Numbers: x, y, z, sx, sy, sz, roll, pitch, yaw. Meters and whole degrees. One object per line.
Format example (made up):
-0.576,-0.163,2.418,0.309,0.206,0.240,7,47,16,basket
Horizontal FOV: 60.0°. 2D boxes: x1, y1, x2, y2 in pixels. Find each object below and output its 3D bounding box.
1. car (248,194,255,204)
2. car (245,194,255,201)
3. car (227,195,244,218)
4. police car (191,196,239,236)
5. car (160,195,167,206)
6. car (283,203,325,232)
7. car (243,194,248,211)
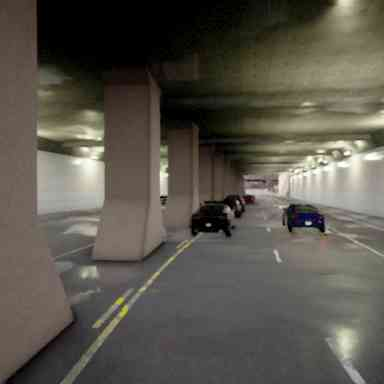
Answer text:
8.663,1.093,52.143,1.994,1.385,4.181,0,1,11,car
11.631,1.002,66.389,1.895,1.301,4.718,0,1,11,car
3.092,1.278,27.336,1.812,1.442,4.674,0,1,11,car
1.226,1.264,17.623,1.930,1.638,5.238,0,1,11,police car
-3.604,1.132,43.053,1.812,1.442,4.674,0,1,11,car
6.201,1.357,18.723,1.812,1.442,4.674,0,1,11,car
4.218,1.050,33.197,2.097,1.767,4.553,0,1,11,car
